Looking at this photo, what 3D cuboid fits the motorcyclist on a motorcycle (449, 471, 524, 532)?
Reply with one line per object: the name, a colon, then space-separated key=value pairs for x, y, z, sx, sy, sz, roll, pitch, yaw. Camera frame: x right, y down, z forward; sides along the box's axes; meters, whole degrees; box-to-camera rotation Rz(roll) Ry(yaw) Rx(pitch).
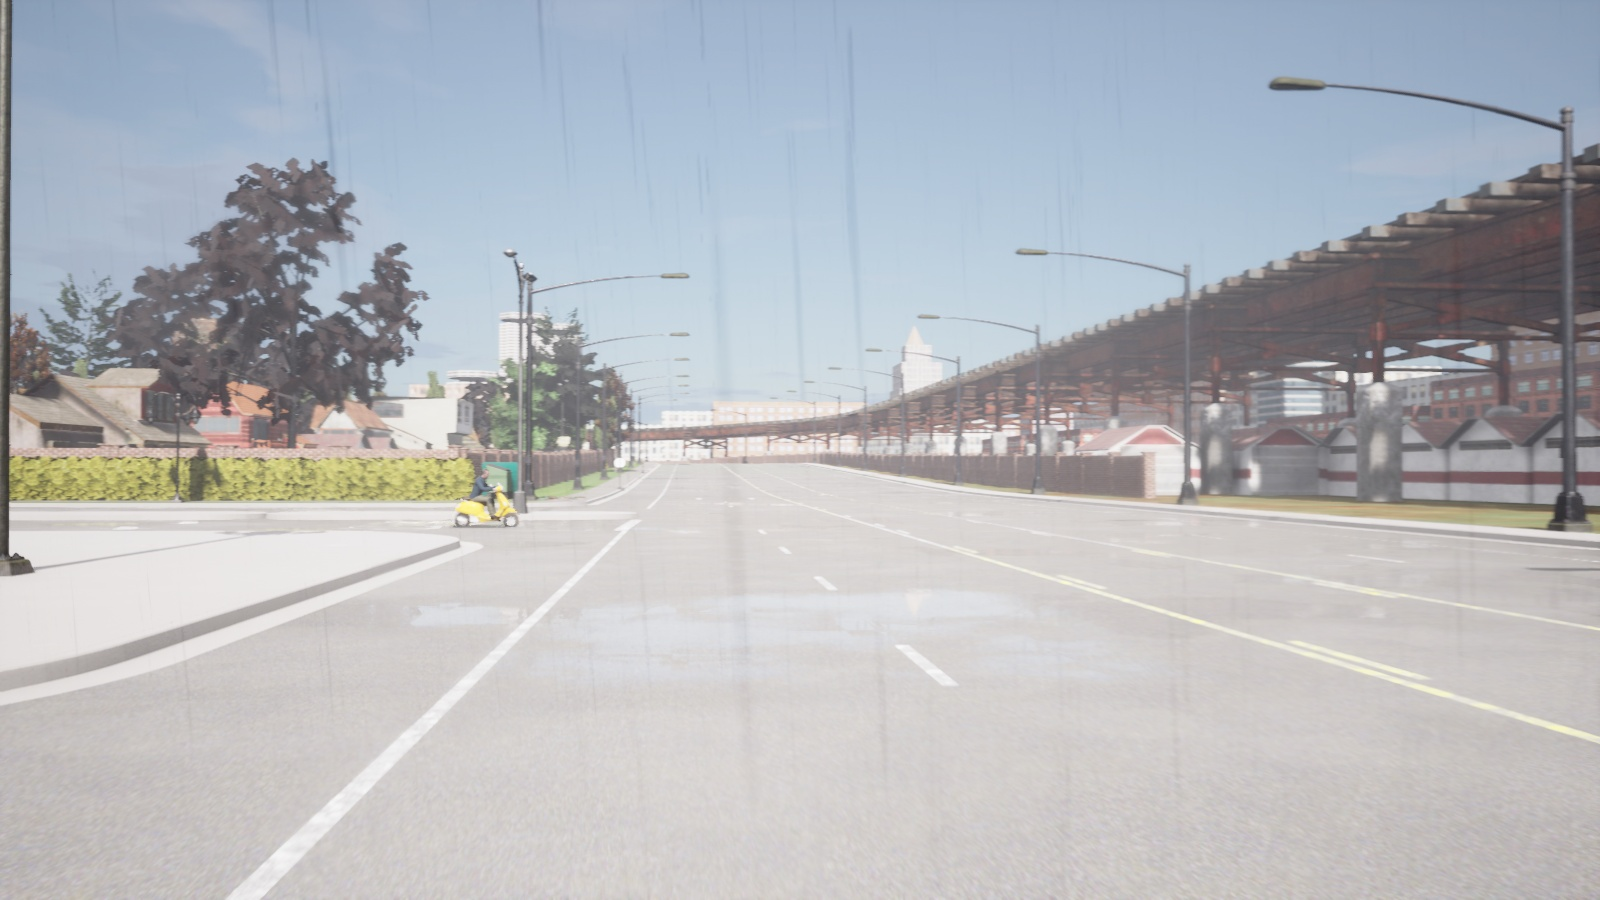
motorcyclist on a motorcycle: x=-8.475 y=1.383 z=33.982 sx=1.817 sy=1.590 sz=0.866 roll=0 pitch=0 yaw=-1
